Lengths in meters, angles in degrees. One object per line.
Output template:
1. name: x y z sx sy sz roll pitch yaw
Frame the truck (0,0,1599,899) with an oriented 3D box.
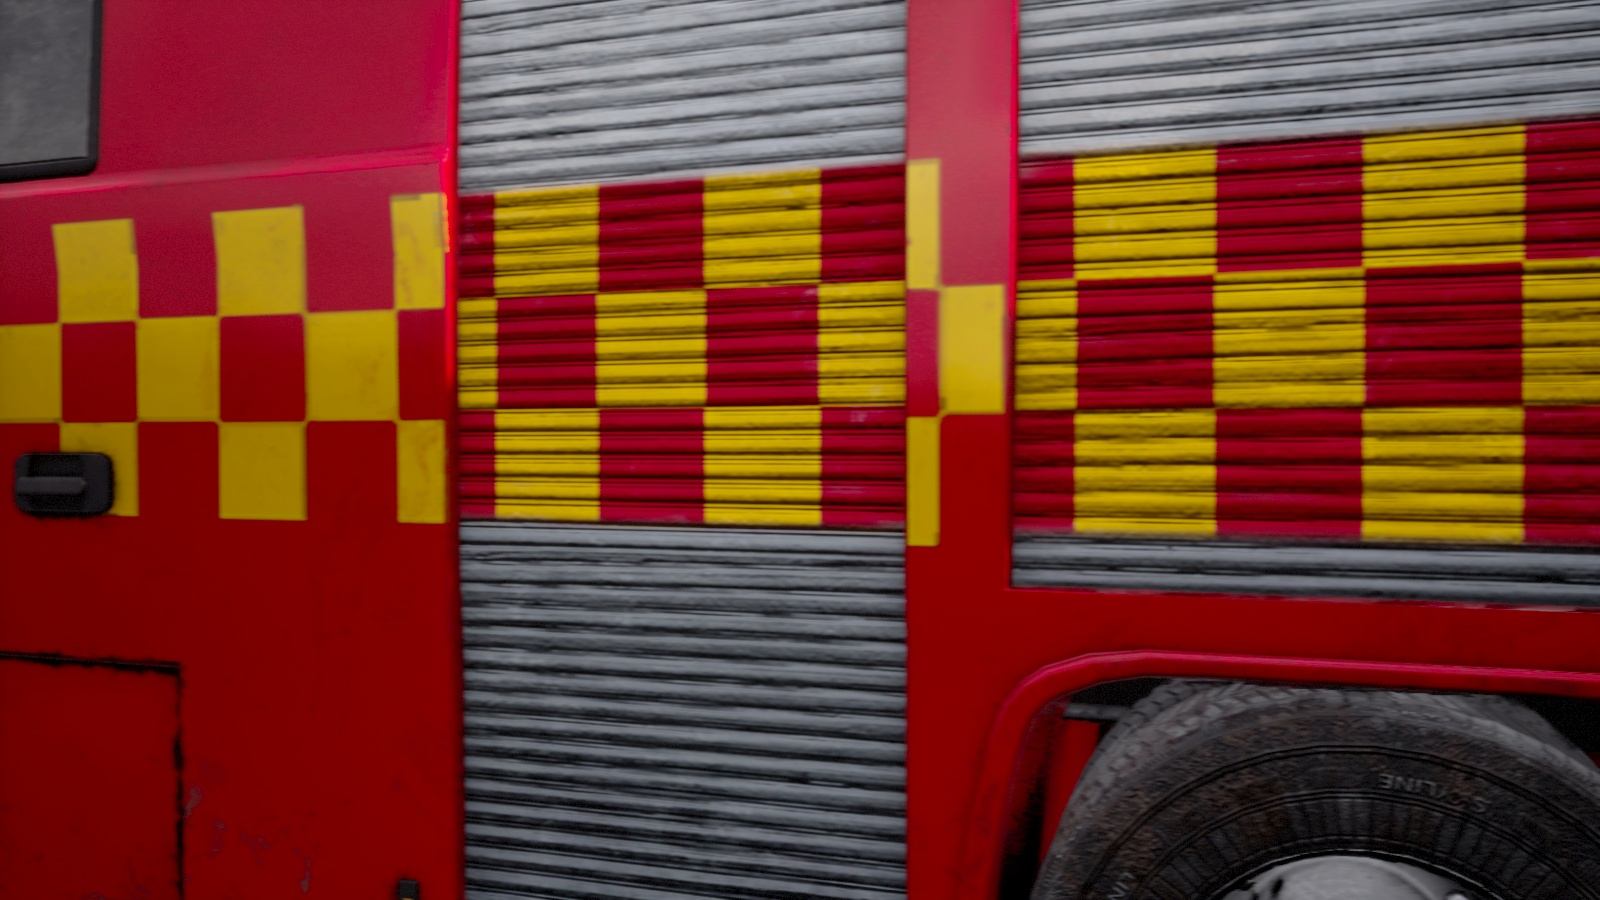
1. truck: -1.353 -0.410 4.157 8.468 3.827 2.891 1 1 19
